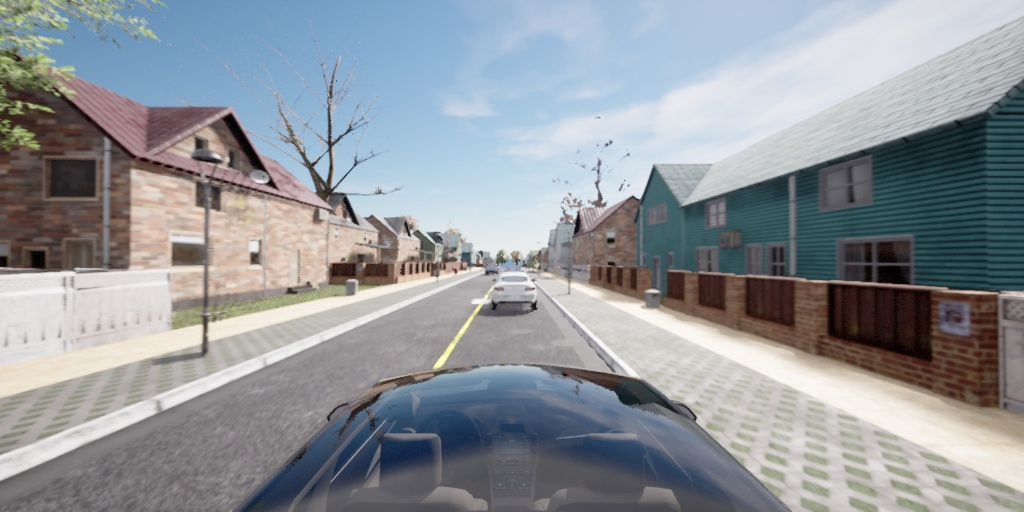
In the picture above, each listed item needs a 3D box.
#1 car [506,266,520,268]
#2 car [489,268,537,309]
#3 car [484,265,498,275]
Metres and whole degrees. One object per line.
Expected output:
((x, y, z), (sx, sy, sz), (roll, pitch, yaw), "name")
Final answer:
((0.095, 1.686, 35.250), (2.033, 1.411, 5.357), (0, -1, 0), "car")
((0.093, 1.424, 15.806), (1.812, 1.442, 4.674), (0, -1, 0), "car")
((-2.758, 1.902, 49.813), (2.033, 1.411, 5.357), (0, -1, 0), "car")
